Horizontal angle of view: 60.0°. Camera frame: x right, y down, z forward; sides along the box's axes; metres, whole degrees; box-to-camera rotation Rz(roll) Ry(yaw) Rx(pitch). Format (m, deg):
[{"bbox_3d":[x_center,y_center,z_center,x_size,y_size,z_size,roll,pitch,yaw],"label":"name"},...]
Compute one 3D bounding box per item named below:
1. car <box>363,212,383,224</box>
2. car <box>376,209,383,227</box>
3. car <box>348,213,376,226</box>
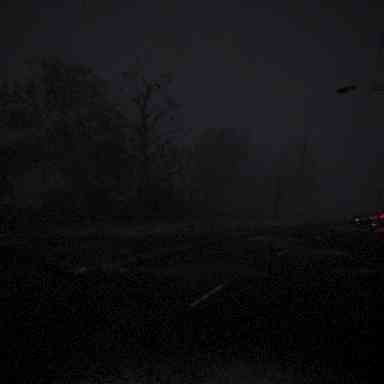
[{"bbox_3d":[25.600,3.614,46.661,2.033,1.411,5.357,0,-2,37],"label":"car"},{"bbox_3d":[22.732,2.885,37.543,2.150,2.045,5.566,0,-2,37],"label":"car"},{"bbox_3d":[19.867,3.184,39.150,1.994,1.385,4.181,0,-2,37],"label":"car"}]
